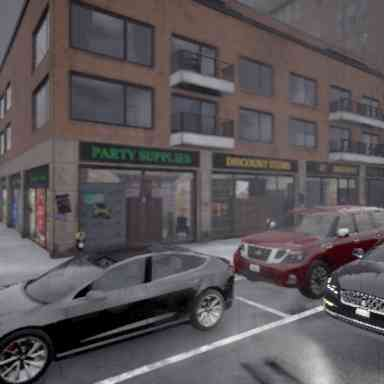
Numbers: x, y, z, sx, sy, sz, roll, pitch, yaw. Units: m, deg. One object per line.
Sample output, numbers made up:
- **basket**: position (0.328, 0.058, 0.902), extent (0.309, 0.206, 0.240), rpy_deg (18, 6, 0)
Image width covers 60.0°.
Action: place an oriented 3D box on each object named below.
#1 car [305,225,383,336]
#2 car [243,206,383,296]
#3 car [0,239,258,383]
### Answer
- **car**: position (4.464, 1.503, 6.257), extent (4.892, 1.490, 1.837), rpy_deg (0, 0, -36)
- **car**: position (3.403, 1.313, 8.617), extent (5.009, 1.841, 2.192), rpy_deg (0, 0, -36)
- **car**: position (-1.222, 1.565, 5.316), extent (4.313, 1.339, 1.947), rpy_deg (0, 0, -36)
